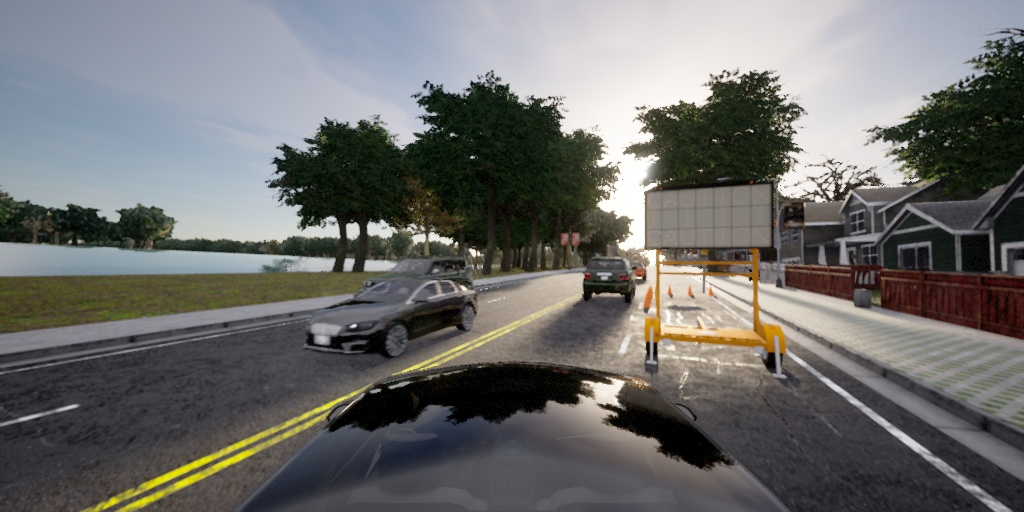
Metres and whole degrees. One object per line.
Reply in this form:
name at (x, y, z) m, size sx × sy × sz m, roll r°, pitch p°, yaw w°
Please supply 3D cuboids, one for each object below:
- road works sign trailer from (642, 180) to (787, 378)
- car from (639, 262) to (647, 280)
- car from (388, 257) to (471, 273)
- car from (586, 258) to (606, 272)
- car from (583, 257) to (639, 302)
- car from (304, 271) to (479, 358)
road works sign trailer at (4.117, 0.261, 7.692) m, size 2.380 × 3.560 × 2.880 m, roll 0°, pitch 0°, yaw 23°
car at (12.015, 1.336, 35.029) m, size 2.097 × 1.767 × 4.553 m, roll 0°, pitch -1°, yaw 22°
car at (-3.598, 1.061, 14.808) m, size 2.150 × 2.045 × 5.566 m, roll 0°, pitch 0°, yaw 22°
car at (12.925, 1.379, 54.730) m, size 2.150 × 2.045 × 5.566 m, roll 0°, pitch -1°, yaw 23°
car at (5.017, 1.085, 18.123) m, size 2.150 × 2.045 × 5.566 m, roll 0°, pitch -1°, yaw 22°
car at (-2.548, 1.291, 8.837) m, size 2.128 × 1.511 × 4.902 m, roll 0°, pitch 0°, yaw 22°
